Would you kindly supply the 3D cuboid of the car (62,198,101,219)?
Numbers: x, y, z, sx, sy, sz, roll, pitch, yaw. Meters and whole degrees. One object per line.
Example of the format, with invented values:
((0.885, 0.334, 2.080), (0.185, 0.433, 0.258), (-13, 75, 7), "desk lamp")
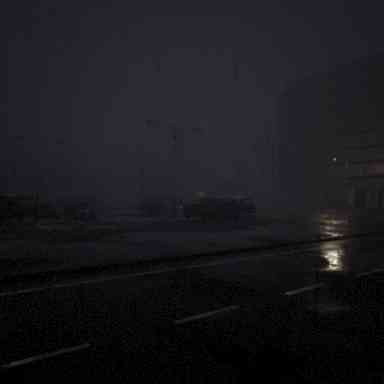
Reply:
((-9.469, 1.546, 28.180), (1.970, 1.475, 3.806), (1, 0, -35), "car")

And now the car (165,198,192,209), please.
((-2.593, 1.939, 62.609), (1.837, 1.490, 4.892), (1, -1, -35), "car")

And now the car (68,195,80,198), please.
((-21.258, 1.403, 59.702), (1.905, 1.878, 3.866), (1, 0, -35), "car")

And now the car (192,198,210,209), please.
((0.694, 1.947, 64.015), (1.882, 1.535, 5.008), (1, -1, -35), "car")

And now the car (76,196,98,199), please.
((-13.432, 1.610, 43.853), (1.970, 1.475, 3.806), (1, 0, -35), "car")

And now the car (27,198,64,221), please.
((-11.838, 1.482, 26.517), (1.784, 1.438, 3.905), (1, 0, -35), "car")

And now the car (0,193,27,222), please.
((-14.003, 1.242, 24.934), (1.932, 1.855, 4.605), (1, 0, -35), "car")
